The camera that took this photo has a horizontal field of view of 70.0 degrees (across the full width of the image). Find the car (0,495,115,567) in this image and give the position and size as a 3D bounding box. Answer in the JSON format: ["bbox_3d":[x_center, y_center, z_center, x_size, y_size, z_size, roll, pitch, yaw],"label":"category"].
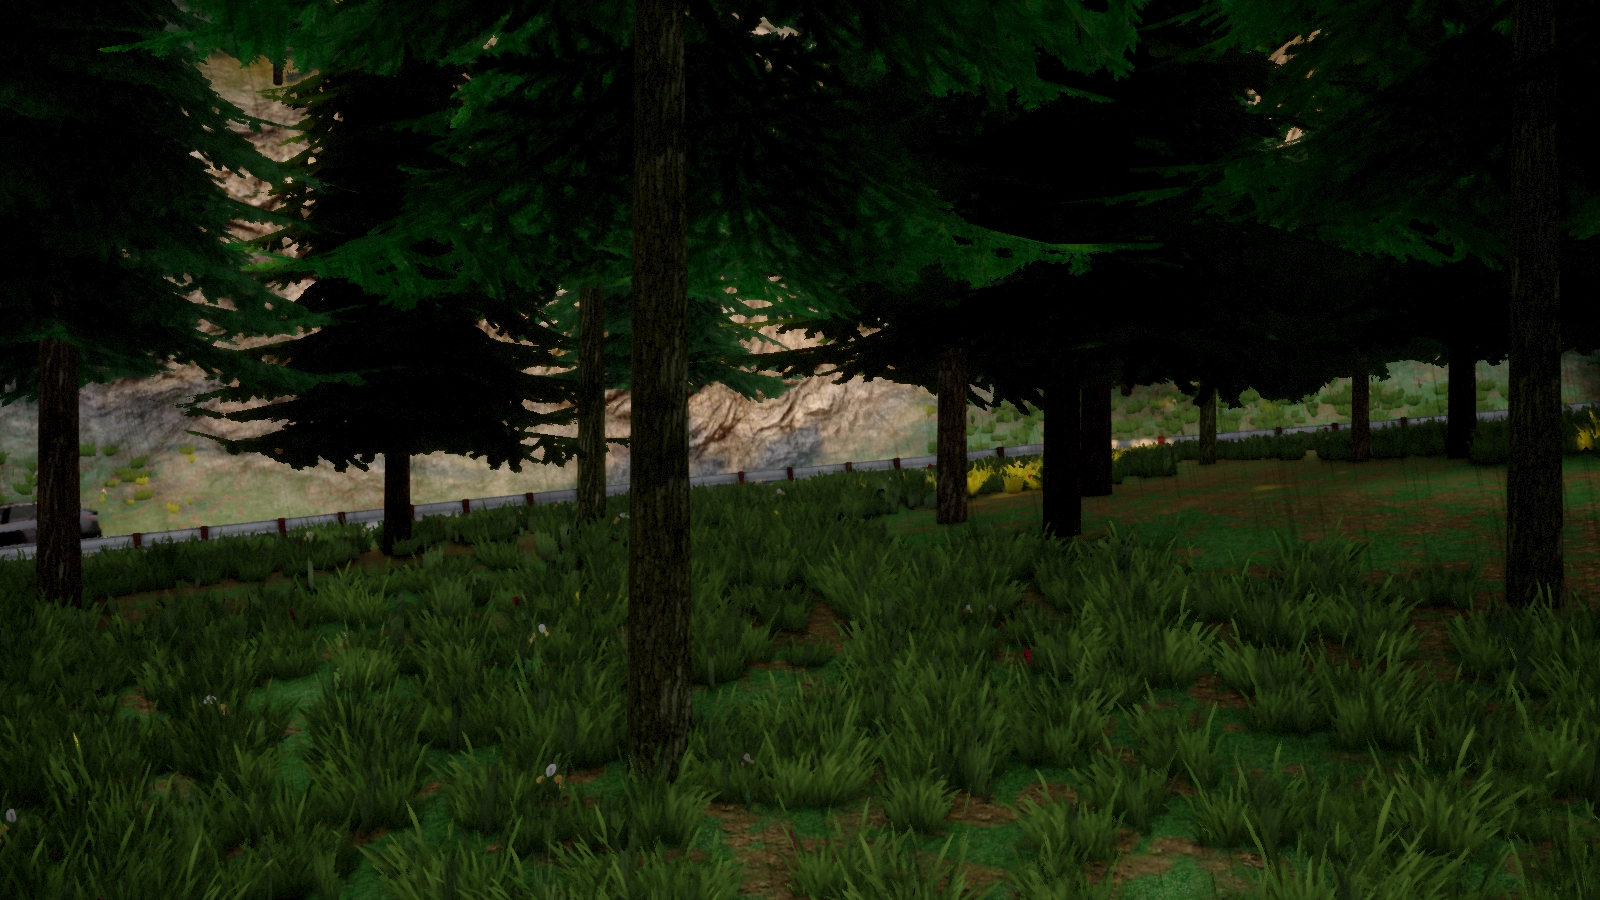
[{"bbox_3d":[-20.423,2.142,29.037,4.792,1.488,2.163,-6,3,-39],"label":"car"}]
